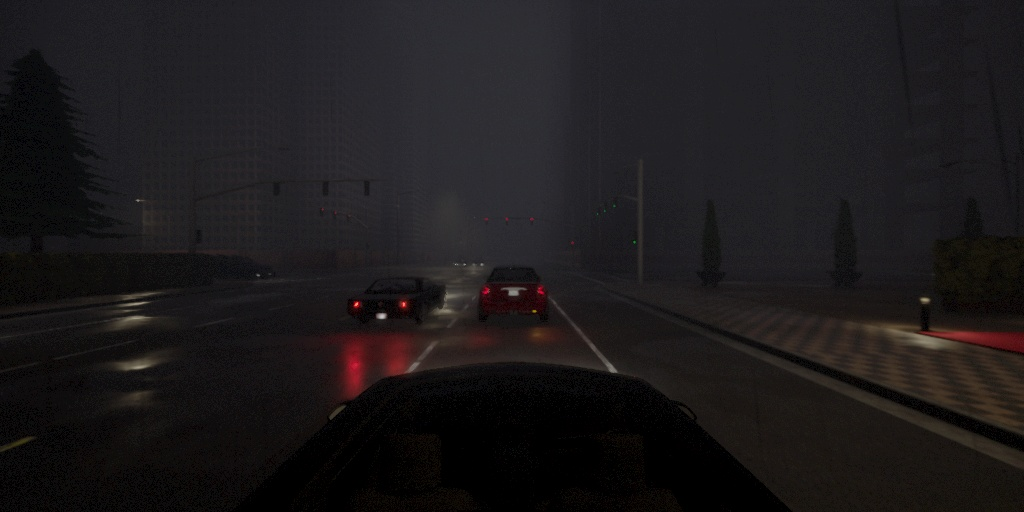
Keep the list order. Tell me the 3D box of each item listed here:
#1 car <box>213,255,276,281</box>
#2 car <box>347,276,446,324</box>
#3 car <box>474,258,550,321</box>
[{"bbox_3d":[-21.481,0.963,27.762,5.566,2.045,2.150,1,0,0],"label":"car"},{"bbox_3d":[-3.440,1.303,11.731,1.895,1.301,4.718,0,0,0],"label":"car"},{"bbox_3d":[0.062,1.052,12.292,2.097,1.767,4.553,0,0,0],"label":"car"}]
